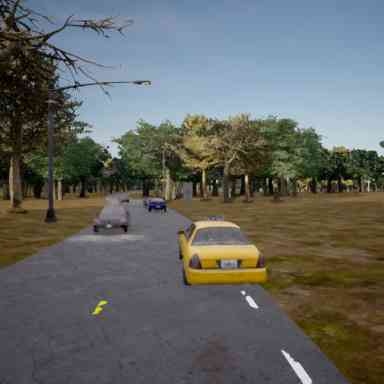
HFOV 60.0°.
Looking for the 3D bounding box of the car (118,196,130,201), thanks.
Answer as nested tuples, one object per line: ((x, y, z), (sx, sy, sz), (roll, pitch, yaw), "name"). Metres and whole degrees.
((-12.146, 1.355, 59.393), (2.033, 1.411, 5.357), (0, 0, -15), "car")

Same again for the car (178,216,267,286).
((0.584, 1.447, 9.388), (1.801, 1.575, 5.366), (0, 0, -4), "car")

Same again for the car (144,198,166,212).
((-4.057, 1.399, 37.890), (1.882, 1.535, 5.008), (0, 0, -11), "car")

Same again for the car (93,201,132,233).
((-4.598, 1.506, 19.708), (1.812, 1.442, 4.674), (0, 0, -7), "car")
